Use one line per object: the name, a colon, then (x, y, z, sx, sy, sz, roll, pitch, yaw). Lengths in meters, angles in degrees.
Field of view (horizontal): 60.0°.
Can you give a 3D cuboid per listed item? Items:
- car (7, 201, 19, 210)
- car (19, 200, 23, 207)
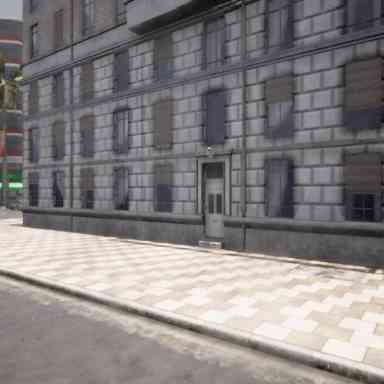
car: (-20.853, 1.564, 41.828, 1.994, 1.385, 4.181, 0, 0, 36)
car: (-17.758, 1.526, 40.143, 1.812, 1.442, 4.674, 0, 0, 36)
